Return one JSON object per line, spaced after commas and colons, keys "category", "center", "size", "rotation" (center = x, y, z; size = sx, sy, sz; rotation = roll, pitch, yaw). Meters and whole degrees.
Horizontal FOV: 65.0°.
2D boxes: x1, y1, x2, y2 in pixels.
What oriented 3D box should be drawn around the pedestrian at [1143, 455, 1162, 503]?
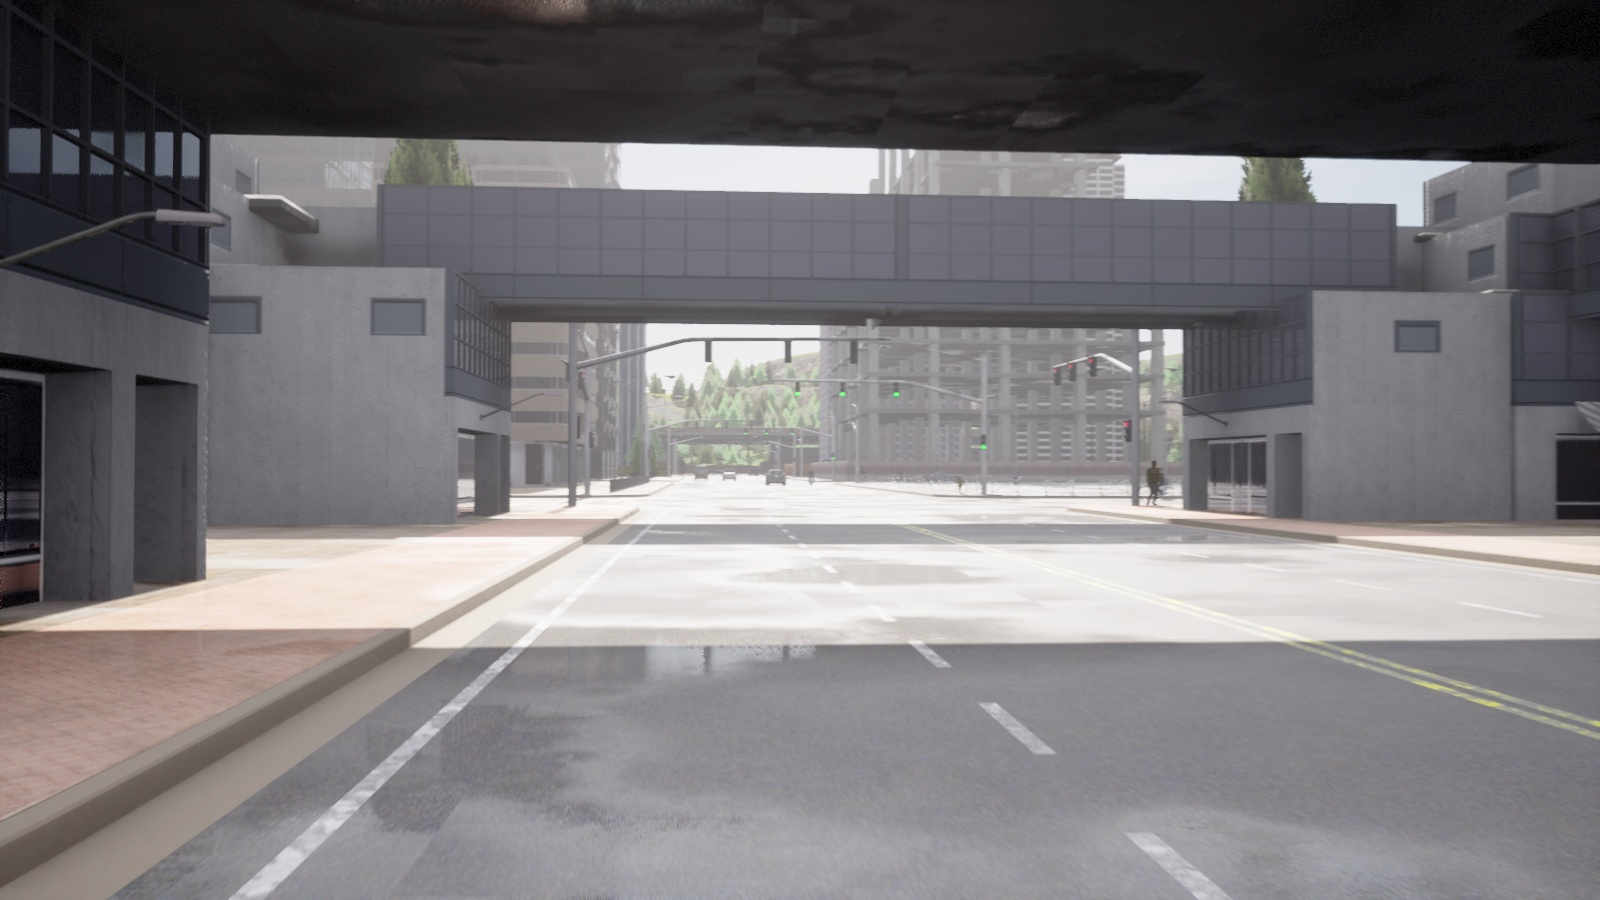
{"category": "pedestrian", "center": [13.801, 1.140, 49.177], "size": [0.431, 1.840, 0.709], "rotation": [0, -1, -11]}
